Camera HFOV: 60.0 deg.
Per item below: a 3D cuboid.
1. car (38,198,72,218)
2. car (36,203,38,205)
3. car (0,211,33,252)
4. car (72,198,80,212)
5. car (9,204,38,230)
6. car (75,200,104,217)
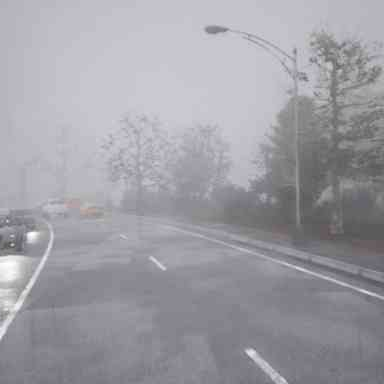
[{"bbox_3d":[-15.629,1.829,37.844,2.150,2.045,5.566,-2,0,-31],"label":"car"},{"bbox_3d":[-21.436,2.360,46.591,1.837,1.490,4.892,-2,0,-35],"label":"car"},{"bbox_3d":[-8.290,1.775,14.400,1.994,1.385,4.181,-2,0,-21],"label":"car"},{"bbox_3d":[-17.118,1.929,46.578,2.150,2.045,5.566,-2,0,-35],"label":"car"},{"bbox_3d":[-12.252,1.904,23.791,1.837,1.490,4.892,-2,-1,-26],"label":"car"},{"bbox_3d":[-11.457,1.947,37.637,1.882,1.535,5.008,-2,0,-30],"label":"car"}]
